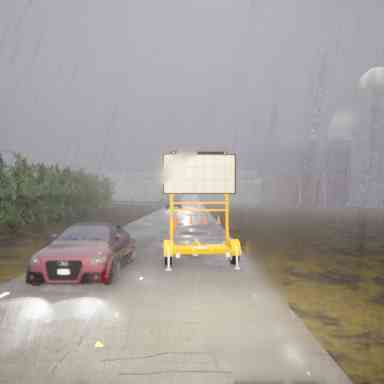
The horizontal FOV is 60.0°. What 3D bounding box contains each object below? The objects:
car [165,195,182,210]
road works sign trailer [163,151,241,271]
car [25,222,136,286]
[{"bbox_3d":[-2.570,1.394,46.984,2.150,2.045,5.566,0,0,0],"label":"car"},{"bbox_3d":[0.231,0.469,11.005,2.380,3.560,2.880,0,0,-4],"label":"road works sign trailer"},{"bbox_3d":[-2.815,1.566,9.293,1.994,1.385,4.181,0,0,0],"label":"car"}]
